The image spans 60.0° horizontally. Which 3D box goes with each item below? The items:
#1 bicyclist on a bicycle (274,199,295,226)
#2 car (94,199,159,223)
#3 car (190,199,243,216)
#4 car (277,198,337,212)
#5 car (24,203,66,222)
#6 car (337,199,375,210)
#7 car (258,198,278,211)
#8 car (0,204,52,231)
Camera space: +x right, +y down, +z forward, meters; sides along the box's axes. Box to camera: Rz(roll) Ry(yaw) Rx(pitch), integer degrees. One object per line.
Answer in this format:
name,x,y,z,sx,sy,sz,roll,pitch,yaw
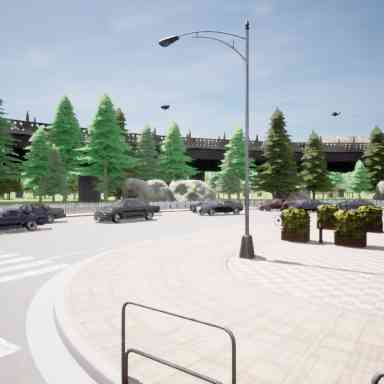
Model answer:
bicyclist on a bicycle,5.535,1.245,19.605,0.582,1.620,1.656,0,0,-44
car,-5.075,1.297,25.061,2.097,1.767,4.553,0,0,41
car,2.673,1.436,31.952,4.902,1.511,2.128,0,0,-30
car,12.450,1.492,36.110,5.357,1.411,2.033,0,0,-12
car,-11.410,1.492,22.732,2.033,1.411,5.357,0,0,37
car,19.734,1.509,40.189,4.181,1.385,1.994,0,0,0
car,9.958,1.470,38.811,4.674,1.442,1.812,0,0,-15
car,-10.533,1.545,18.200,1.895,1.301,4.718,0,0,36
